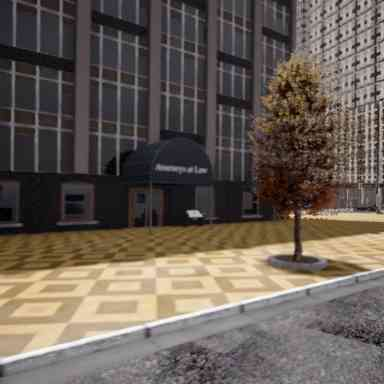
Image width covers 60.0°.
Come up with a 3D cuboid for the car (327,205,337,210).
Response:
[{"bbox_3d":[25.770,2.525,64.528,2.097,1.767,4.553,1,-2,-23],"label":"car"}]

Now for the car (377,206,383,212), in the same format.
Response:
[{"bbox_3d":[33.075,2.693,53.959,1.947,1.339,4.313,0,-1,-23],"label":"car"}]

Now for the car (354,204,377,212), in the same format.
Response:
[{"bbox_3d":[30.910,2.805,59.150,1.947,1.339,4.313,0,-1,-23],"label":"car"}]
